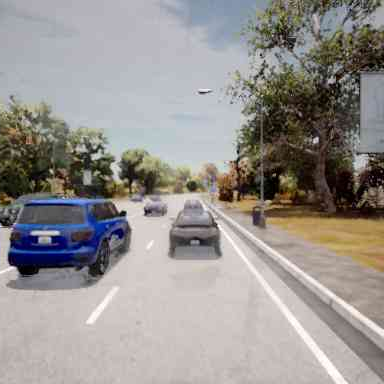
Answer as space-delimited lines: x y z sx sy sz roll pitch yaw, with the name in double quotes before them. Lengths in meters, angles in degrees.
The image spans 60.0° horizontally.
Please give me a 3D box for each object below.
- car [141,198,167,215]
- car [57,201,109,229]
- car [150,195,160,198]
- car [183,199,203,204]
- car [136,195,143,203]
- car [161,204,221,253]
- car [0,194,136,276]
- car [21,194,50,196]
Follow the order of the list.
"car" -3.399 1.507 31.885 1.895 1.301 4.718 0 0 0
"car" -7.094 1.439 22.241 1.837 1.490 4.892 0 0 0
"car" -7.018 1.255 63.103 1.812 1.442 4.674 0 1 1
"car" 0.101 1.450 33.268 2.033 1.411 5.357 0 0 0
"car" -10.514 1.251 63.452 1.812 1.442 4.674 0 1 1
"car" 0.100 1.452 13.407 2.128 1.511 4.902 0 0 0
"car" -3.401 1.191 10.368 2.150 2.045 5.566 0 0 0
"car" -10.595 1.156 22.434 2.150 2.045 5.566 0 0 0
